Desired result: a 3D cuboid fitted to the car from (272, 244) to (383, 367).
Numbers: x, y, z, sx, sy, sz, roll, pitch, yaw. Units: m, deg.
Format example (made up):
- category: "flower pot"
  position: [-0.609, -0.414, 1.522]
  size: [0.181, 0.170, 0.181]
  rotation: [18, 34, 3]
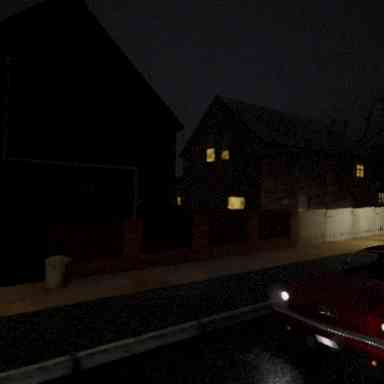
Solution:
- category: "car"
  position: [3.538, 1.637, 5.596]
  size: [4.718, 1.301, 1.895]
  rotation: [0, 0, -36]
